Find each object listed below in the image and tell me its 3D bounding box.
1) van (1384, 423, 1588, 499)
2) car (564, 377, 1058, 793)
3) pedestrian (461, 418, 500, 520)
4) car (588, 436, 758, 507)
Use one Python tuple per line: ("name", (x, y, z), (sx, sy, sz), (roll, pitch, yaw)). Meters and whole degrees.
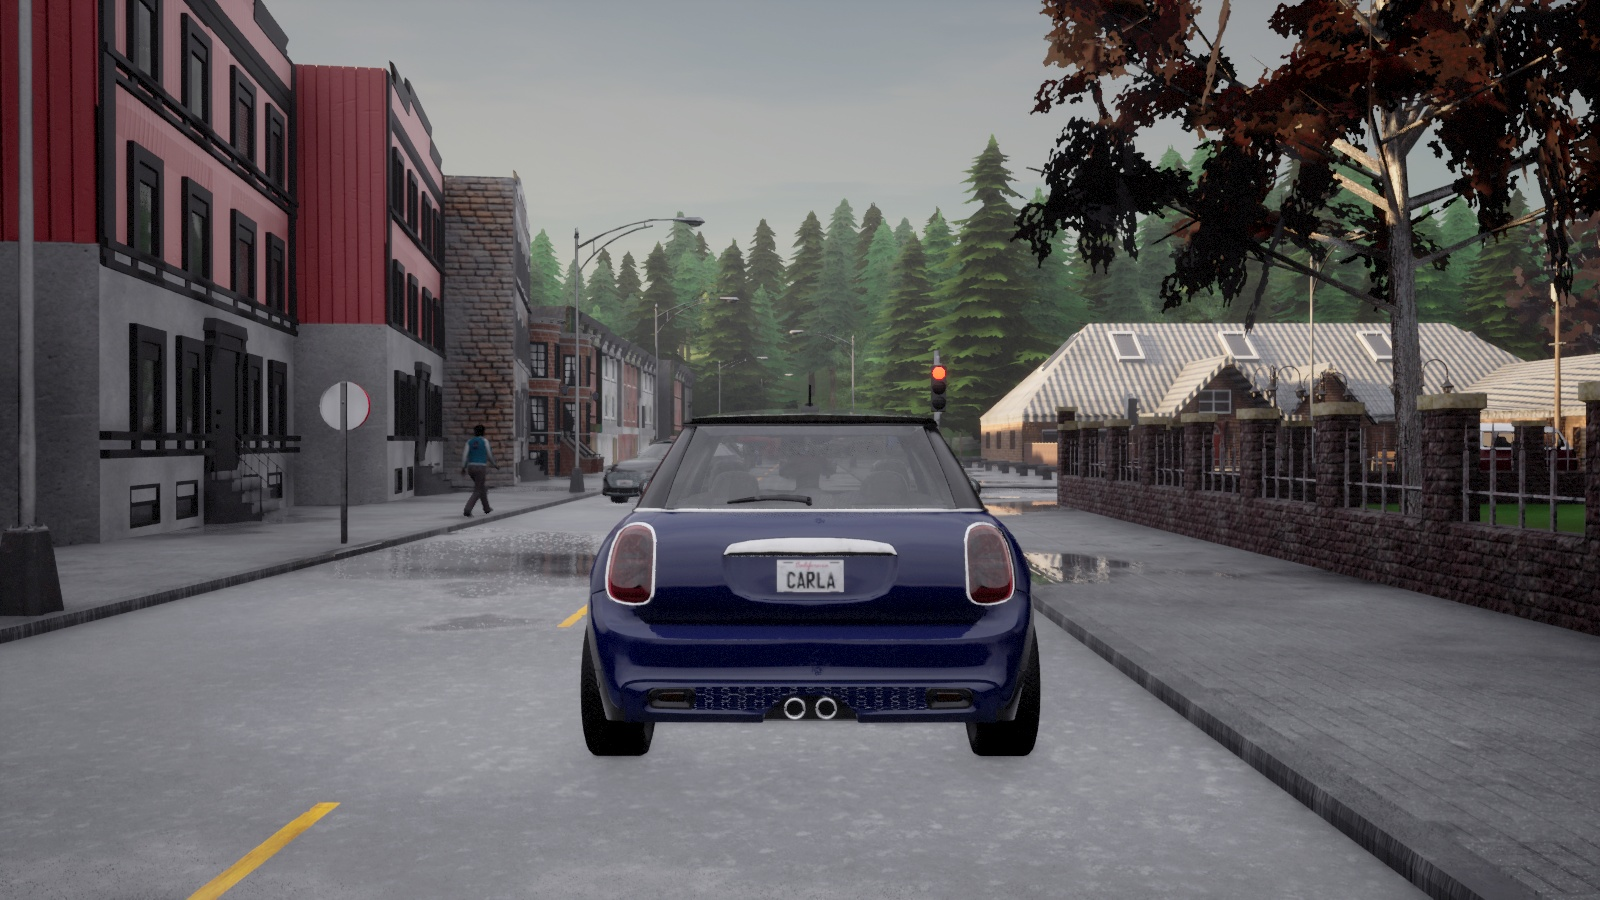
("van", (18.721, 0.291, 34.419), (4.480, 2.038, 2.069), (0, 0, -1))
("car", (0.057, 0.562, 7.614), (2.097, 1.767, 4.553), (0, 0, 0))
("pedestrian", (-6.153, 0.353, 24.207), (0.396, 1.930, 0.692), (0, 0, 21))
("car", (-3.114, 0.493, 32.043), (2.033, 1.649, 4.856), (0, 0, 26))
